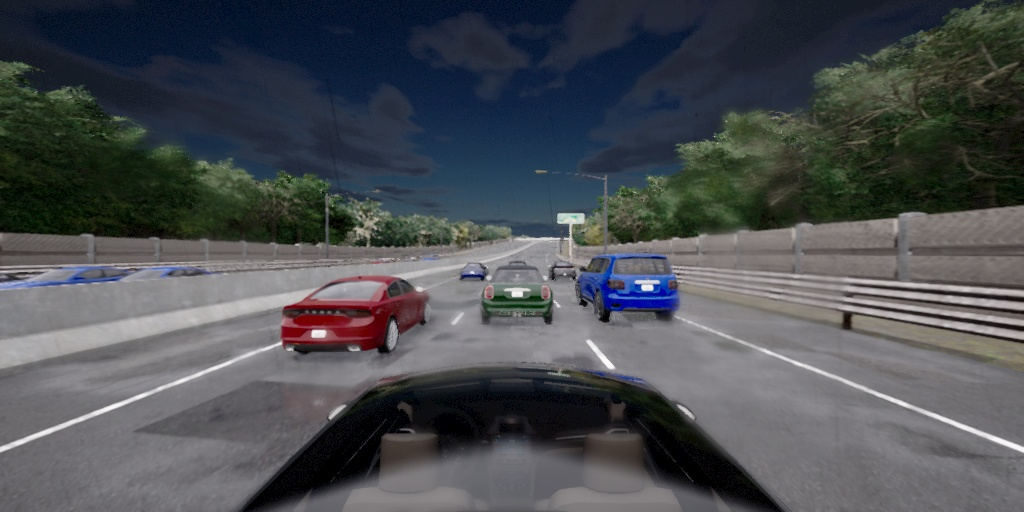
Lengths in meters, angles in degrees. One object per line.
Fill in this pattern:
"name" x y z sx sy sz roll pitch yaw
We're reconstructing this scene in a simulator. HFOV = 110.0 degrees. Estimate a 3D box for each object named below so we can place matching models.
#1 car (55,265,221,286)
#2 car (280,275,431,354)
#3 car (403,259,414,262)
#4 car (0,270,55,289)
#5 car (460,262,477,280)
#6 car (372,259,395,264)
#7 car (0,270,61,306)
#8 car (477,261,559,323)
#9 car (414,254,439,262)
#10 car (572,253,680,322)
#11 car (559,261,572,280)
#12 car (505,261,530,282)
"car" -14.005 1.175 14.318 1.882 1.535 5.008 0 0 1
"car" -3.361 1.201 8.750 1.882 1.535 5.008 0 0 0
"car" -16.197 1.088 56.903 1.994 1.385 4.181 0 0 3
"car" -17.505 1.172 14.444 1.882 1.535 5.008 0 0 1
"car" -3.026 1.213 29.554 1.994 1.385 4.181 0 0 1
"car" -19.782 1.132 55.205 1.895 1.301 4.718 0 0 3
"car" -21.016 1.297 13.598 1.895 1.301 4.718 0 0 1
"car" 0.170 1.066 12.050 2.097 1.767 4.553 0 0 1
"car" -12.774 0.758 55.466 2.150 2.045 5.566 0 0 3
"car" 3.669 0.936 12.323 2.150 2.045 5.566 0 0 1
"car" 3.958 1.149 28.841 2.128 1.511 4.902 0 0 1
"car" 0.459 1.159 28.955 1.837 1.490 4.892 0 0 1
